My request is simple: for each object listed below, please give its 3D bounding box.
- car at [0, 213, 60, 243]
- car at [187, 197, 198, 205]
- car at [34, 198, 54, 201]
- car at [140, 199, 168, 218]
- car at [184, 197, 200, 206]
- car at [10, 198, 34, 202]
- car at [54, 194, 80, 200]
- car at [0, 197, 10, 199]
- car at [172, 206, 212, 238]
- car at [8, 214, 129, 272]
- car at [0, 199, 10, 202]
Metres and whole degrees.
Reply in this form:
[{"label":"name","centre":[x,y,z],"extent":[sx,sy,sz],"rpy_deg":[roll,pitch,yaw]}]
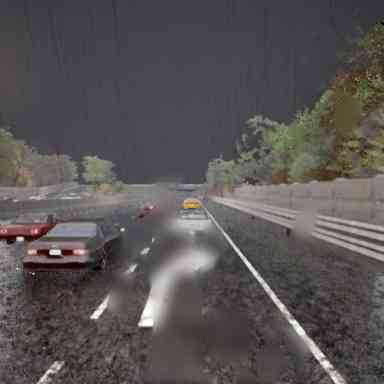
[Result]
[{"label":"car","centre":[-6.897,1.608,15.579],"extent":[1.895,1.301,4.718],"rpy_deg":[0,0,0]},{"label":"car","centre":[0.009,1.674,62.193],"extent":[1.994,1.385,4.181],"rpy_deg":[0,0,0]},{"label":"car","centre":[-24.524,1.655,56.584],"extent":[1.994,1.385,4.181],"rpy_deg":[0,0,1]},{"label":"car","centre":[-3.398,1.377,30.342],"extent":[2.097,1.767,4.553],"rpy_deg":[0,0,0]},{"label":"car","centre":[0.006,1.527,41.578],"extent":[1.882,1.535,5.008],"rpy_deg":[0,0,0]},{"label":"car","centre":[-28.005,1.640,56.533],"extent":[2.033,1.411,5.357],"rpy_deg":[0,0,0]},{"label":"car","centre":[-21.017,1.318,57.154],"extent":[2.150,2.045,5.566],"rpy_deg":[0,0,1]},{"label":"car","centre":[-31.513,1.582,54.876],"extent":[2.128,1.511,4.902],"rpy_deg":[0,0,1]},{"label":"car","centre":[0.004,1.609,17.575],"extent":[1.895,1.301,4.718],"rpy_deg":[0,0,0]},{"label":"car","centre":[-3.398,1.551,10.783],"extent":[2.033,1.411,5.357],"rpy_deg":[0,0,0]},{"label":"car","centre":[-10.399,1.358,14.537],"extent":[2.097,1.767,4.553],"rpy_deg":[0,0,0]}]
